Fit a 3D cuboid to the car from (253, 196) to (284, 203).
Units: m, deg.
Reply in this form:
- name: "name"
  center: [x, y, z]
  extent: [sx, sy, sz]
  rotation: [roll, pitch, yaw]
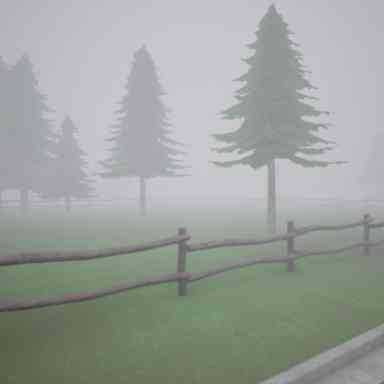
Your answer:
- name: "car"
  center: [13.181, 1.512, 58.792]
  extent: [4.674, 1.442, 1.812]
  rotation: [0, 0, 27]

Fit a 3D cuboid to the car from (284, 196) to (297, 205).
- name: "car"
  center: [16.529, 1.491, 60.591]
  extent: [4.892, 1.490, 1.837]
  rotation: [0, 0, 30]
